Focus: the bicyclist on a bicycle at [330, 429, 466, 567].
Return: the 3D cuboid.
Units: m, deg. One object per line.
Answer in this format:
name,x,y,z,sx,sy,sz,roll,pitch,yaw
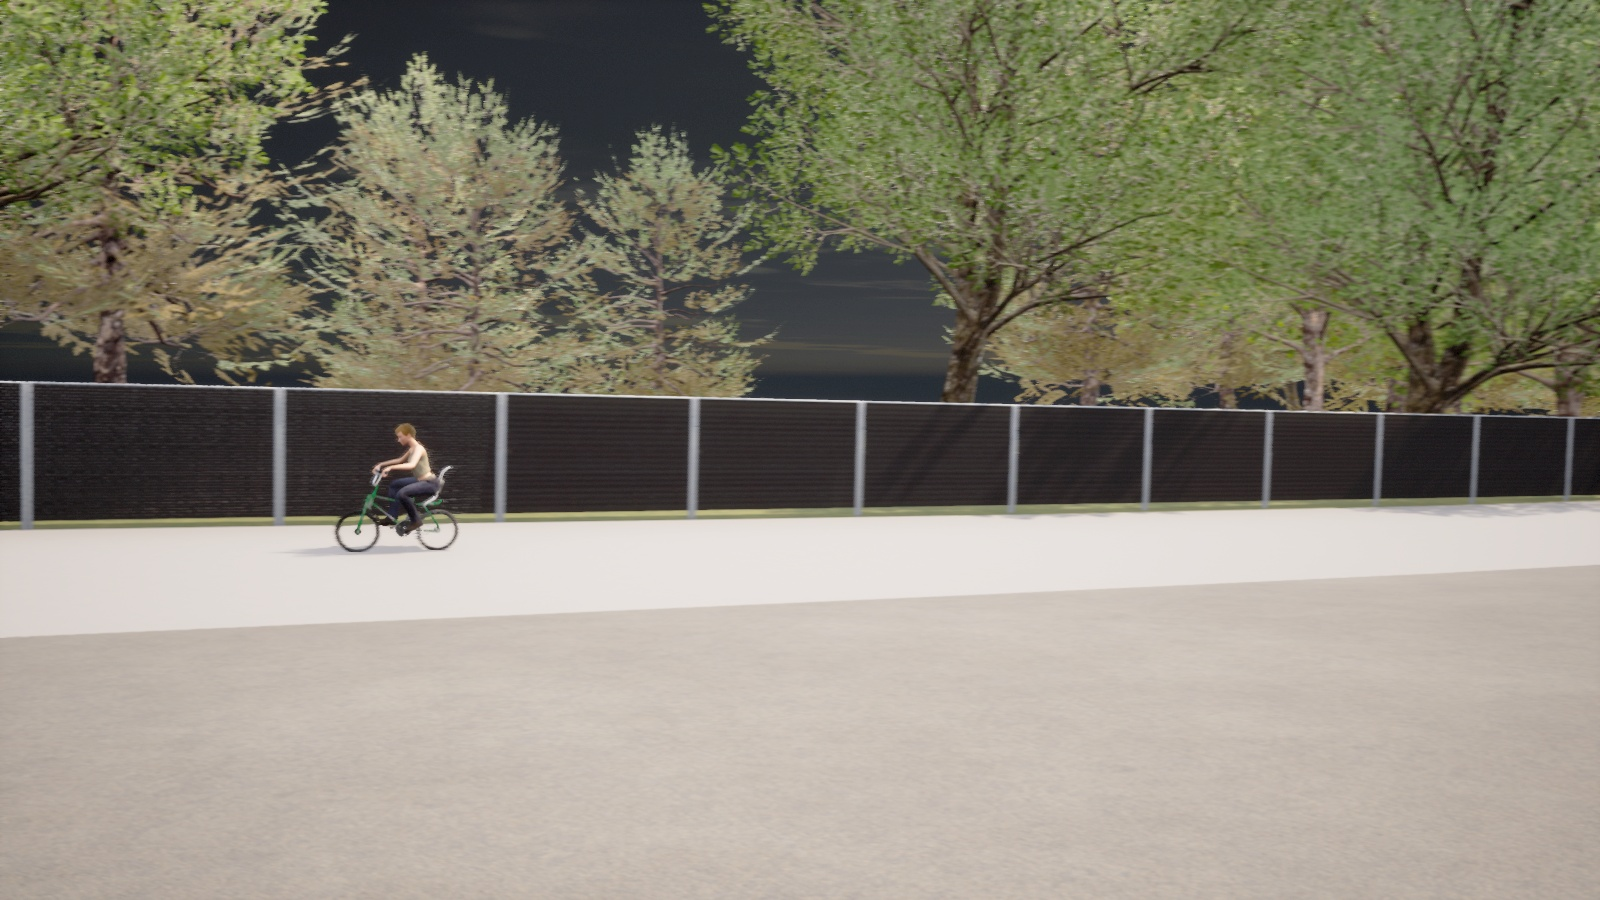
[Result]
bicyclist on a bicycle,-5.010,0.563,15.654,1.509,1.612,0.866,-1,3,-25
